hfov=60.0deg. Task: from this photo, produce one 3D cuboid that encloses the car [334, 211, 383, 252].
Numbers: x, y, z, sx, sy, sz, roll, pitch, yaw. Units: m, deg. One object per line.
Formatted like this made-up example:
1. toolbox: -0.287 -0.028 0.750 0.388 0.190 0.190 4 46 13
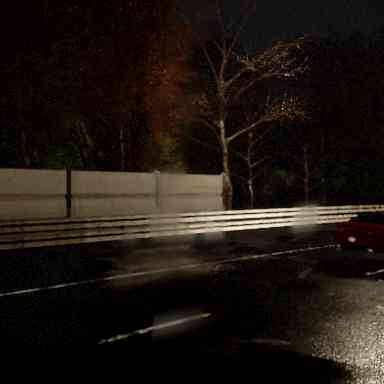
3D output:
1. car: 7.588 1.472 12.715 5.008 1.535 1.882 0 0 -32
